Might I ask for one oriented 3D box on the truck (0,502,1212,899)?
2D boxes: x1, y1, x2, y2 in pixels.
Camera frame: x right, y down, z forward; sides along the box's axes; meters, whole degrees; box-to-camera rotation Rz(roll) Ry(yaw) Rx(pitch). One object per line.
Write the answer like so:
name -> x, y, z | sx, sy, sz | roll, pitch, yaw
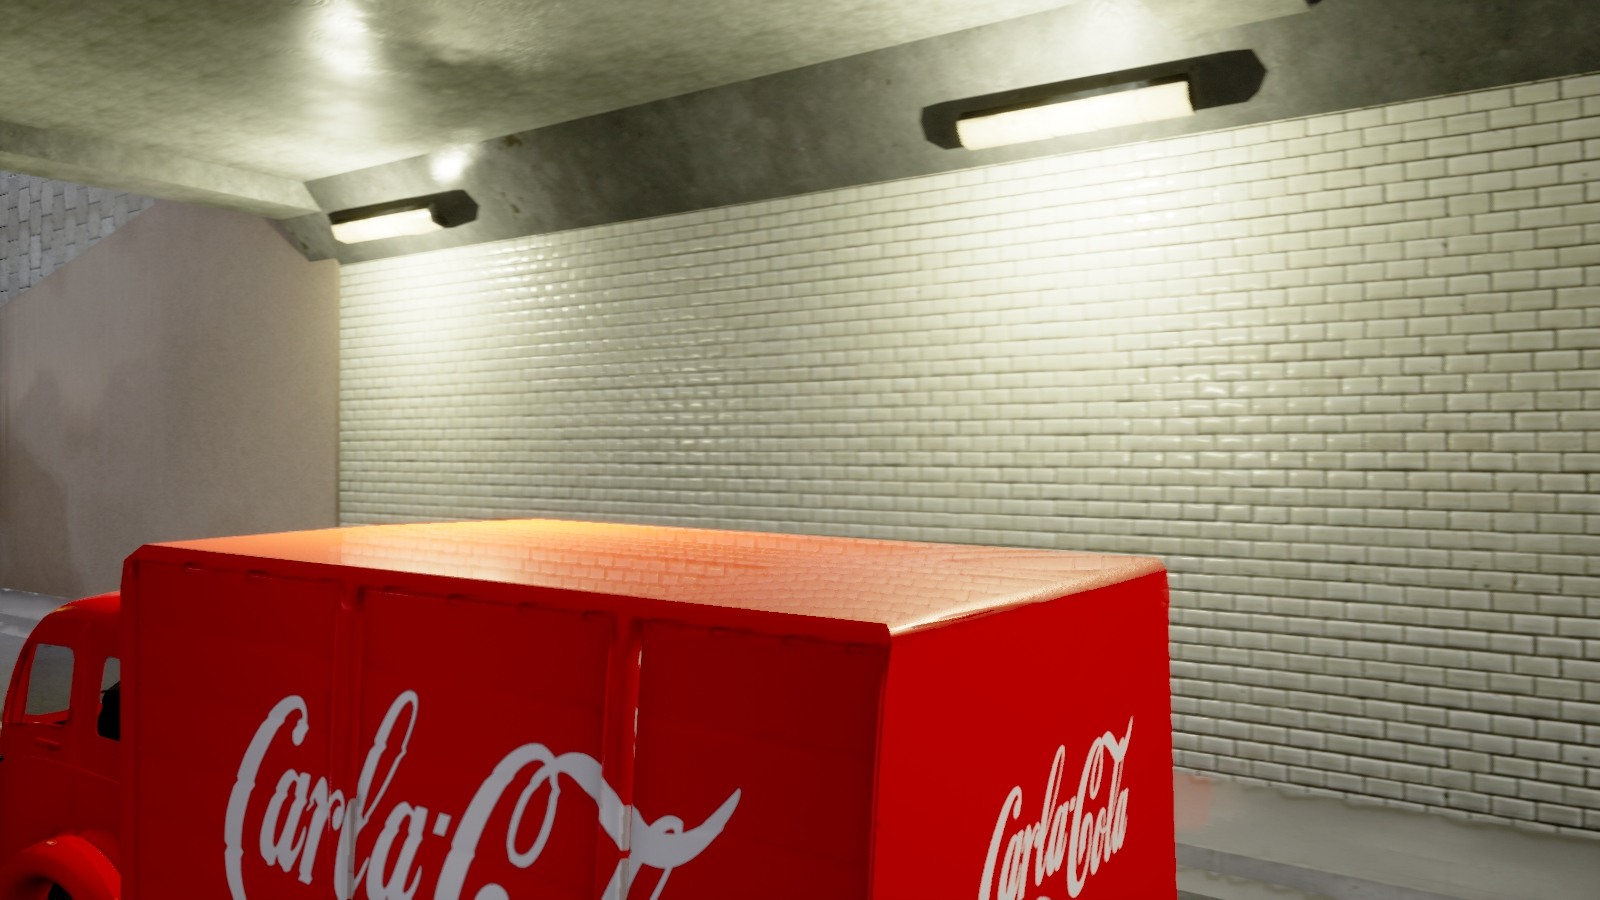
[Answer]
truck -> -1.335, 1.568, 4.716 | 5.204, 2.467, 2.627 | 0, 0, 35
